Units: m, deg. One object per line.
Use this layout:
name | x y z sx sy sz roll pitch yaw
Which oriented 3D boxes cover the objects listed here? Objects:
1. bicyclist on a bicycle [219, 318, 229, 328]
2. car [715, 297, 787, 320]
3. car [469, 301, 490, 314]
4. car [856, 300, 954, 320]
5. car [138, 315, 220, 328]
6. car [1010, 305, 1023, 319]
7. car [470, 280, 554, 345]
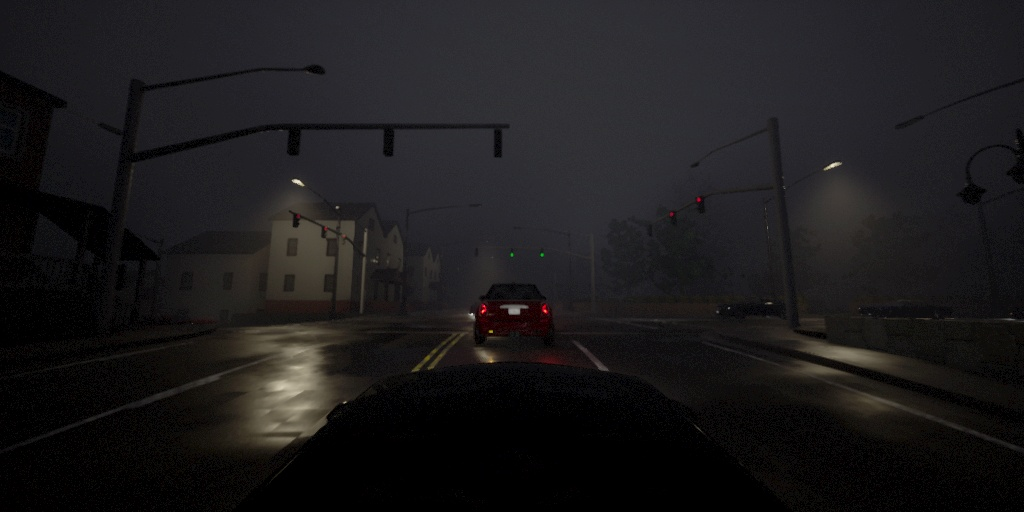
bicyclist on a bicycle | -25.509 6.288 31.679 0.582 1.620 1.656 -7 -7 0
car | 16.311 3.509 24.197 4.902 1.511 2.128 0 -8 1
car | -3.600 5.797 40.613 1.994 1.385 4.181 0 -8 0
car | 26.182 3.599 24.044 4.718 1.301 1.895 0 -8 1
car | -19.891 4.187 20.835 5.008 1.535 1.882 -9 -7 0
car | 36.201 3.542 23.892 4.181 1.385 1.994 0 -8 1
car | 0.014 1.643 11.248 2.097 1.767 4.553 0 -6 -1
